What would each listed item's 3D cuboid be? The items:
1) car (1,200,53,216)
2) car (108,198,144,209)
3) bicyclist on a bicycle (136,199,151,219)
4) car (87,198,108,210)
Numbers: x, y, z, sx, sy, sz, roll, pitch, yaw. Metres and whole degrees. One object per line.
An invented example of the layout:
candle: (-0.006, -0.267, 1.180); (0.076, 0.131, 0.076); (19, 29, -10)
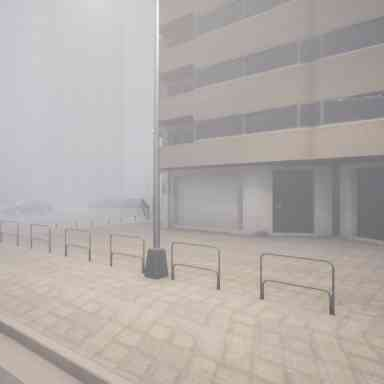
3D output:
car: (-16.598, 1.560, 33.621); (1.837, 1.490, 4.892); (0, 0, 38)
car: (-8.241, 1.560, 44.315); (1.837, 1.490, 4.892); (0, 0, 38)
bicyclist on a bicycle: (-3.846, 1.357, 26.430); (1.656, 1.620, 0.582); (0, 0, 38)
car: (-11.851, 1.532, 45.386); (1.882, 1.535, 5.008); (0, 0, 38)
